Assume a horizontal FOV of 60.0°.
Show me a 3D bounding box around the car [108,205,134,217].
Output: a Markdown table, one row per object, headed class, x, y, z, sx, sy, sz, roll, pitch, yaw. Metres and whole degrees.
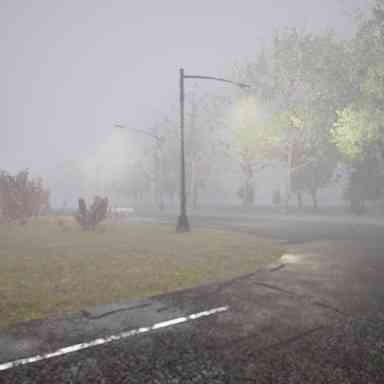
| class | x | y | z | sx | sy | sz | roll | pitch | yaw |
| --- | --- | --- | --- | --- | --- | --- | --- | --- | --- |
| car | -8.539 | 2.063 | 36.971 | 4.718 | 1.301 | 1.895 | -1 | 0 | 44 |
